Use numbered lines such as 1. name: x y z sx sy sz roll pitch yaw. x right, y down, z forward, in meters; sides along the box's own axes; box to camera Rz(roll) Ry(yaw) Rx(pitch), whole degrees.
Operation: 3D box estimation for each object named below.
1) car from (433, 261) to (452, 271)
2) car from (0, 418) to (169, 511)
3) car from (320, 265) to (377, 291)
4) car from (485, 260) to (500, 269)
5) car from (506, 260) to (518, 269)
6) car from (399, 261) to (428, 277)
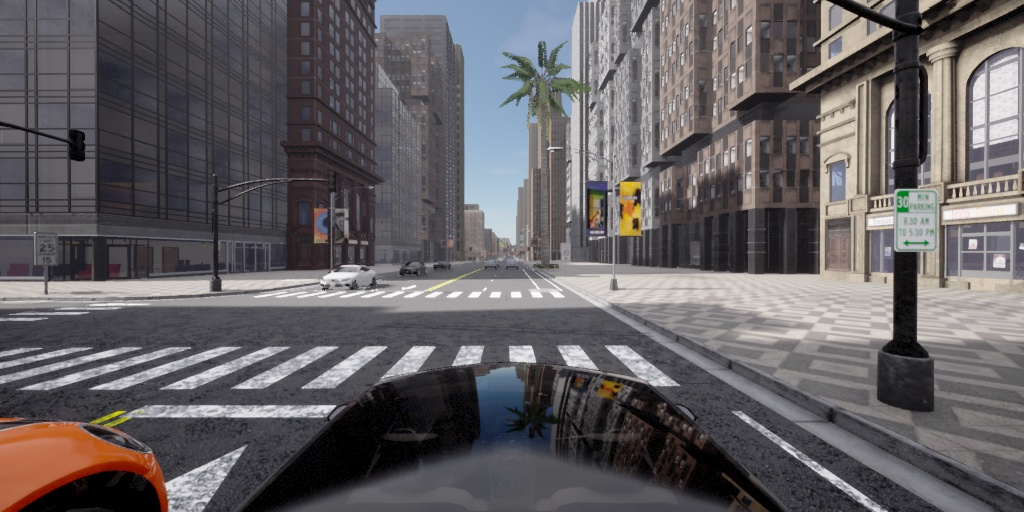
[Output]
1. car: -9.812 1.379 50.660 1.895 1.301 4.718 0 0 0
2. car: -3.150 1.102 0.269 2.097 1.767 4.553 0 0 0
3. car: -9.846 1.280 22.015 1.812 1.442 4.674 0 0 0
4. car: -3.236 1.335 55.749 2.033 1.411 5.357 0 0 0
5. car: 0.014 1.335 55.747 2.033 1.411 5.357 0 0 0
6. car: -9.842 1.267 36.089 1.837 1.490 4.892 0 0 0
